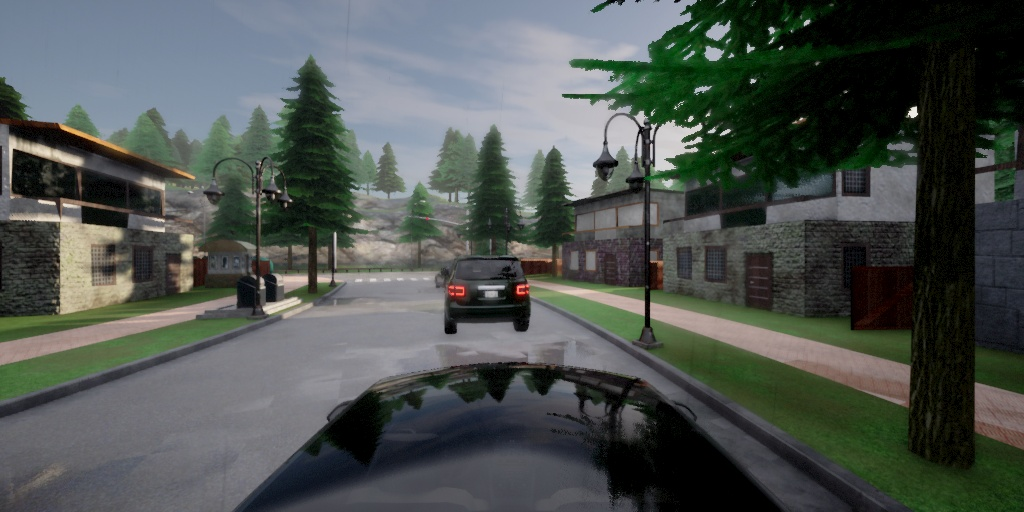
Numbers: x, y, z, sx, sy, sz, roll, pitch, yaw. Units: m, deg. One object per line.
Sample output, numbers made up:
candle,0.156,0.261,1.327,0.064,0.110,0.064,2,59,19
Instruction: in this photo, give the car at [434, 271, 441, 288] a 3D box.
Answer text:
car,-3.322,1.297,21.069,2.033,1.411,5.357,0,0,-21

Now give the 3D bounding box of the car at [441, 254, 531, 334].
car,-0.936,0.971,10.865,2.150,2.045,5.566,0,0,-10
